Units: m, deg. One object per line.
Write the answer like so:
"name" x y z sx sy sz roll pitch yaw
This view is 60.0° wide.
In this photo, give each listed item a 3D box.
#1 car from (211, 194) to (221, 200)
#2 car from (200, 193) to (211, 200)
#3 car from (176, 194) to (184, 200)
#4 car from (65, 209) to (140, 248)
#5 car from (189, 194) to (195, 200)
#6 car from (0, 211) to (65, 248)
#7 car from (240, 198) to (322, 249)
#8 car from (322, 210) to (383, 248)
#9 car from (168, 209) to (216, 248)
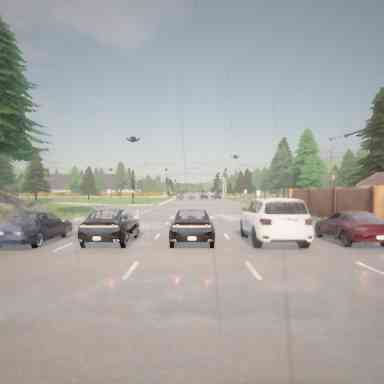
"car" 7.000 1.381 93.343 1.837 1.490 4.892 0 0 0
"car" 3.500 1.382 93.378 1.837 1.490 4.892 0 0 0
"car" -3.500 1.421 93.362 2.033 1.411 5.357 0 0 0
"car" -3.500 1.492 14.659 2.128 1.511 4.902 0 0 0
"car" 0.000 1.421 93.353 2.033 1.411 5.357 0 0 0
"car" -7.000 1.560 14.659 2.033 1.411 5.357 0 0 0
"car" 3.500 1.255 14.689 2.150 2.045 5.566 0 0 0
"car" 7.000 1.530 14.659 1.812 1.442 4.674 0 0 0
"car" 0.000 1.492 14.659 2.128 1.511 4.902 0 0 0
